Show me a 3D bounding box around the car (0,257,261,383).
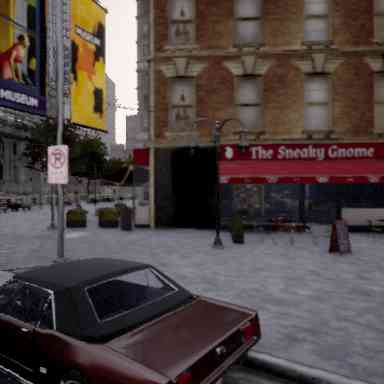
[{"bbox_3d":[-1.641,1.581,4.434,4.718,1.301,1.895,0,0,34],"label":"car"}]
